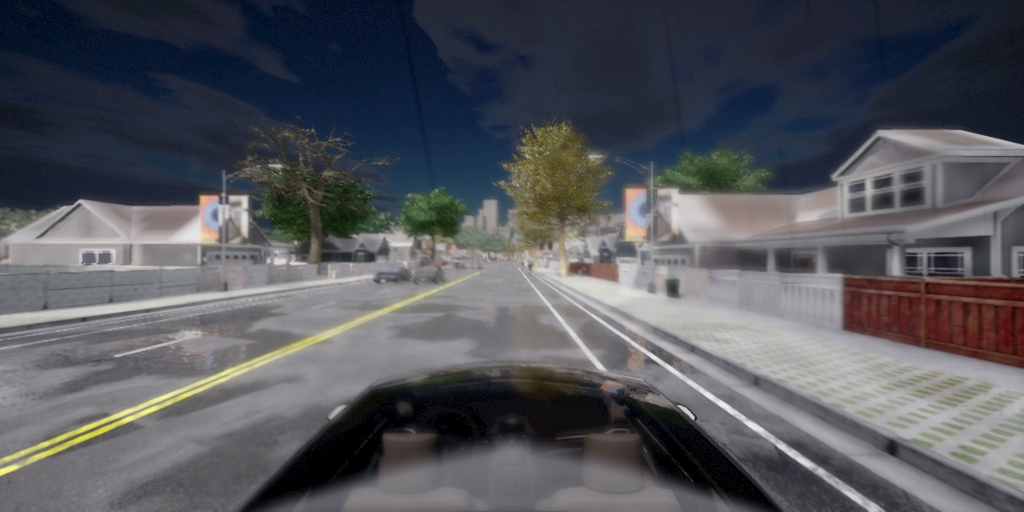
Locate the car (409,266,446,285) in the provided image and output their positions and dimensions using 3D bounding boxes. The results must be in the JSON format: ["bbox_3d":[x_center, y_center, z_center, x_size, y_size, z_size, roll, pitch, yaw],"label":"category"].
[{"bbox_3d":[-6.601,1.547,29.189,1.837,1.490,4.892,0,-1,0],"label":"car"}]

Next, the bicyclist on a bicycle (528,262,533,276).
[{"bbox_3d":[2.186,1.583,42.882,0.659,1.776,1.843,-1,1,-4],"label":"bicyclist on a bicycle"}]

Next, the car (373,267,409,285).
[{"bbox_3d":[-9.852,1.600,30.167,2.033,1.411,5.357,0,-1,0],"label":"car"}]
